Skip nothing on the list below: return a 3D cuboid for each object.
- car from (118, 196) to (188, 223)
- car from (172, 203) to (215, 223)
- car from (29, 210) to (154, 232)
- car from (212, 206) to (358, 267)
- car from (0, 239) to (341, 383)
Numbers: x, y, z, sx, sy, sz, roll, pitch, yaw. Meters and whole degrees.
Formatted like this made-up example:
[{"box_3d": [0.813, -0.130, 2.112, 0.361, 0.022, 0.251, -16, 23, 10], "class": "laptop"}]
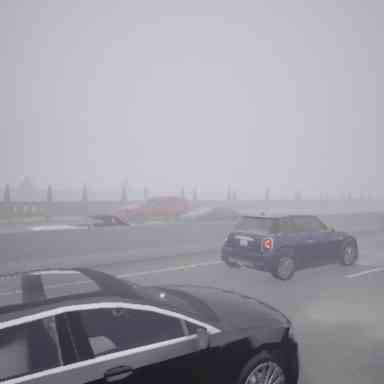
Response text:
[{"box_3d": [-2.635, 1.312, 23.609, 5.566, 2.045, 2.150, 1, 0, -35], "class": "car"}, {"box_3d": [1.324, 1.636, 22.117, 4.674, 1.442, 1.812, 1, 0, -36], "class": "car"}, {"box_3d": [-4.248, 1.635, 13.860, 4.718, 1.301, 1.895, 1, 0, -35], "class": "car"}, {"box_3d": [3.133, 1.418, 10.282, 4.553, 1.767, 2.097, 1, 0, -36], "class": "car"}, {"box_3d": [-1.052, 1.497, 2.996, 4.902, 1.511, 2.128, 1, 0, -35], "class": "car"}]
